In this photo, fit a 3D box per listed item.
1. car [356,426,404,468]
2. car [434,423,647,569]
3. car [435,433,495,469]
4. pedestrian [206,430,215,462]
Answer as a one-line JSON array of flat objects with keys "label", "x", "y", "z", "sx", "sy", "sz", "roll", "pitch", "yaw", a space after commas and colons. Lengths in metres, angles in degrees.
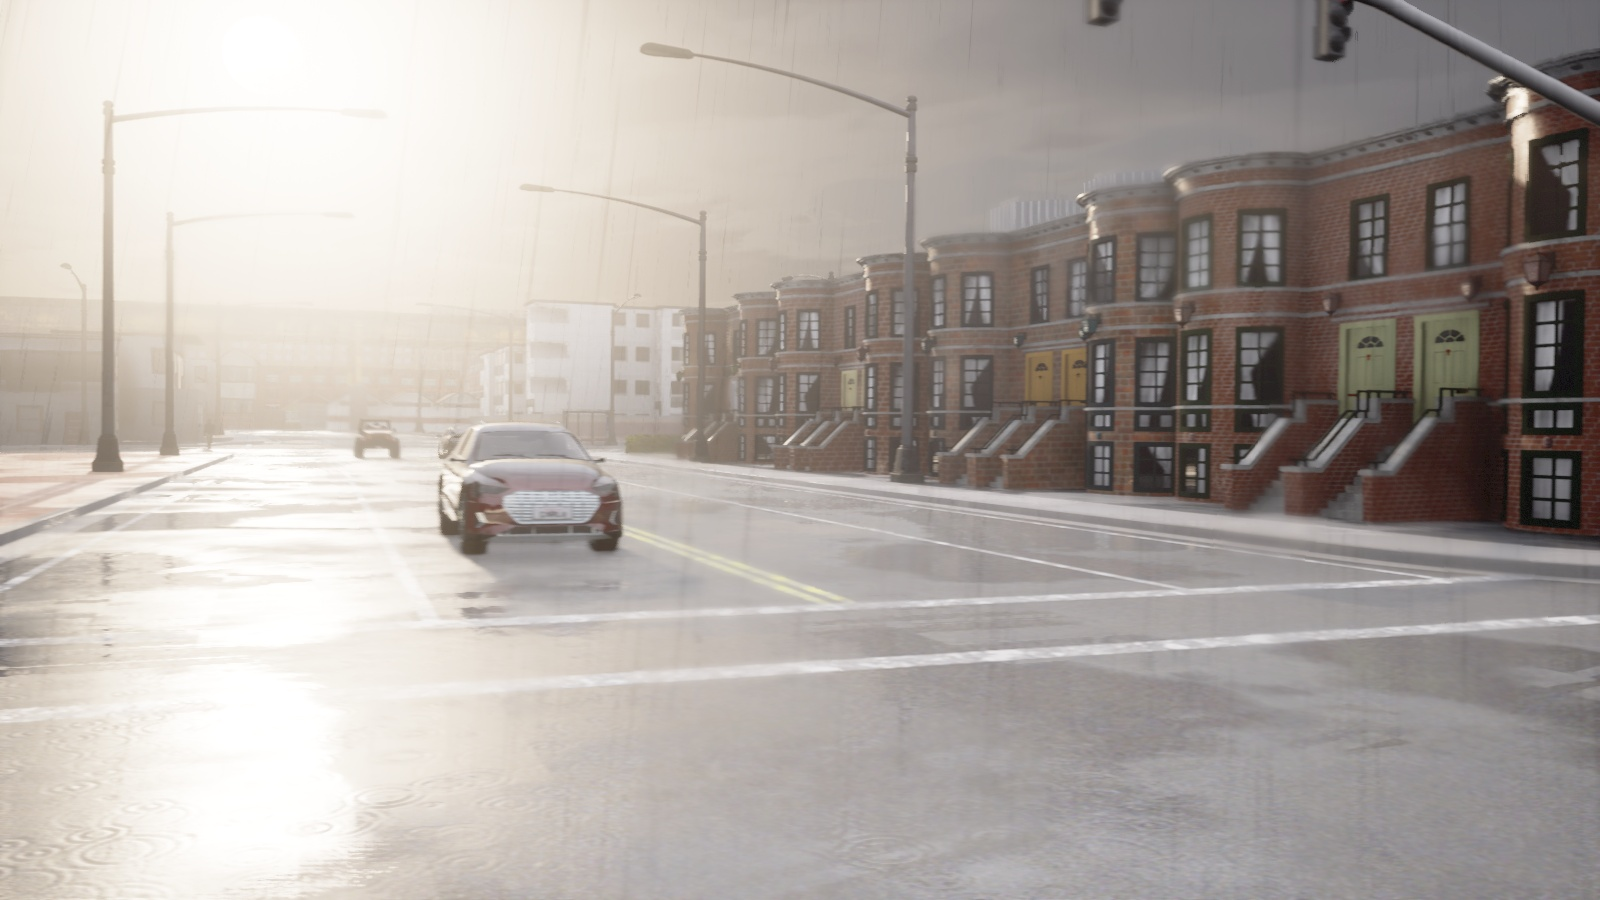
[{"label": "car", "x": -19.679, "y": -0.149, "z": 58.727, "sx": 1.905, "sy": 1.878, "sz": 3.866, "roll": -1, "pitch": 1, "yaw": -22}, {"label": "car", "x": -3.661, "y": 0.492, "z": 16.924, "sx": 2.033, "sy": 1.649, "sz": 4.856, "roll": -1, "pitch": 1, "yaw": -21}, {"label": "car", "x": -15.193, "y": -0.005, "z": 56.761, "sx": 2.128, "sy": 1.511, "sz": 4.902, "roll": -1, "pitch": 1, "yaw": -21}, {"label": "pedestrian", "x": -34.860, "y": -0.248, "z": 74.240, "sx": 0.431, "sy": 1.840, "sz": 0.703, "roll": -1, "pitch": 1, "yaw": -26}]
